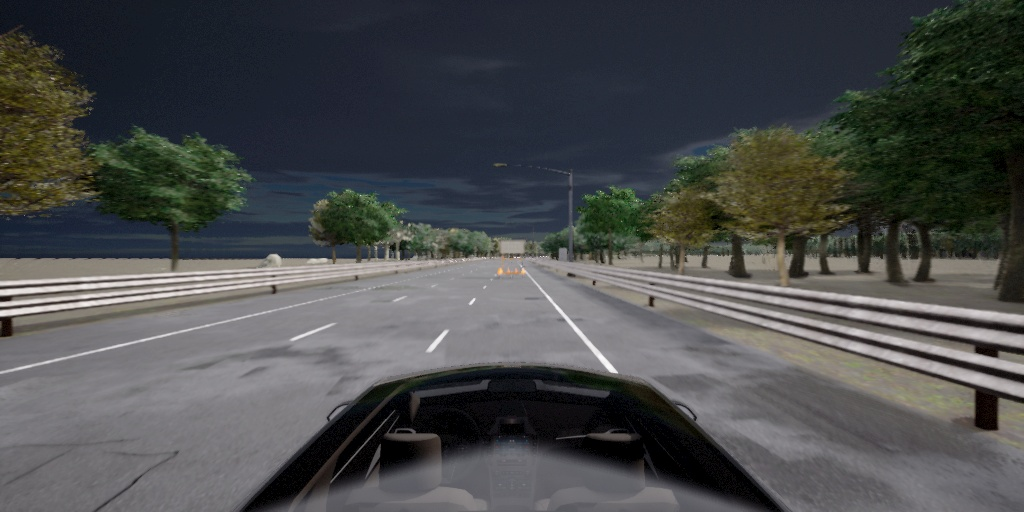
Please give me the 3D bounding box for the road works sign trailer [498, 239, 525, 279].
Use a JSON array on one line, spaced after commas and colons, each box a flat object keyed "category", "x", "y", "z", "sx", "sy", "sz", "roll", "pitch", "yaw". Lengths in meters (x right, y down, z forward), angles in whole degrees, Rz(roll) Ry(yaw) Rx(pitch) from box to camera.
[{"category": "road works sign trailer", "x": 0.016, "y": 0.223, "z": 32.989, "sx": 2.380, "sy": 3.560, "sz": 2.880, "roll": 0, "pitch": 0, "yaw": 0}]
